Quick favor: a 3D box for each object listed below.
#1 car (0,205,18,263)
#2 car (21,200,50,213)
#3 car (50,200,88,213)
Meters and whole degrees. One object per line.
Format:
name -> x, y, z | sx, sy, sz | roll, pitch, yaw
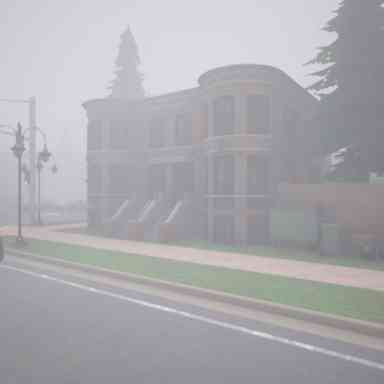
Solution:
car -> -7.385, 1.217, 9.237 | 5.566, 2.045, 2.150 | 0, 0, 36
car -> -16.739, 1.586, 36.180 | 1.895, 1.301, 4.718 | 0, 0, 35
car -> -12.650, 1.551, 36.088 | 1.994, 1.385, 4.181 | 0, 0, 33
